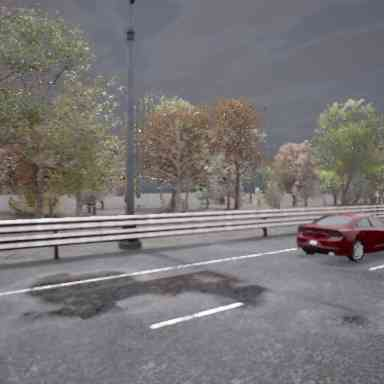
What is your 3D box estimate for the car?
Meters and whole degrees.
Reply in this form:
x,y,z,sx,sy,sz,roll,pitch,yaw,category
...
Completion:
x,y,z,sx,sy,sz,roll,pitch,yaw,category
5.984,1.510,12.319,5.008,1.535,1.882,0,0,-36,car
